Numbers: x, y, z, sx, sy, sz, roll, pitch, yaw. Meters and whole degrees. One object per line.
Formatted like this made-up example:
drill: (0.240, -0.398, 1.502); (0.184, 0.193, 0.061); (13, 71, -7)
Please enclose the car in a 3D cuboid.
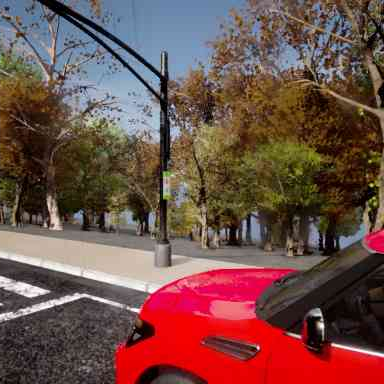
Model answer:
car: (1.976, 1.221, 2.304); (5.566, 2.045, 2.150); (0, 0, 34)
